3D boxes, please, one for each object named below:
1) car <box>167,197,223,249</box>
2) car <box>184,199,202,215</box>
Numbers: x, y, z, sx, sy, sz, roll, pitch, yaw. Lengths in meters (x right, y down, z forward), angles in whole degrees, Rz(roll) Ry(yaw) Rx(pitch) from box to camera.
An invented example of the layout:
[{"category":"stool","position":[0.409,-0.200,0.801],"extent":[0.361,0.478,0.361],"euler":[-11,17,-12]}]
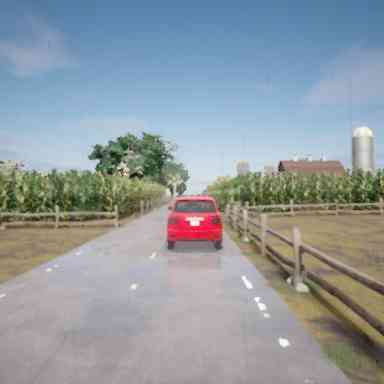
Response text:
[{"category":"car","position":[0.102,1.216,14.676],"extent":[2.150,2.045,5.566],"euler":[0,0,0]},{"category":"car","position":[0.101,1.493,35.238],"extent":[1.837,1.490,4.892],"euler":[0,0,0]}]
